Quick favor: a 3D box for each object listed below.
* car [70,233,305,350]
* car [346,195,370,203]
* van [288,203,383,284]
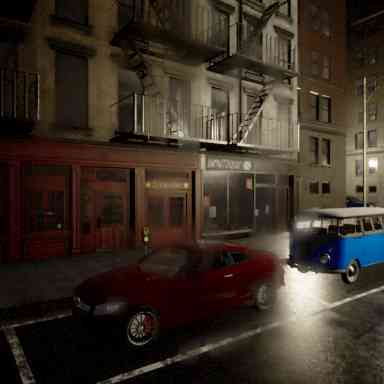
[{"bbox_3d":[-0.029,1.582,6.160,4.206,1.307,1.802,0,0,-35],"label":"car"},{"bbox_3d":[15.206,1.316,32.865,2.150,2.045,5.566,0,0,-35],"label":"car"},{"bbox_3d":[4.386,1.341,9.281,3.998,1.788,1.690,0,0,-35],"label":"van"}]
